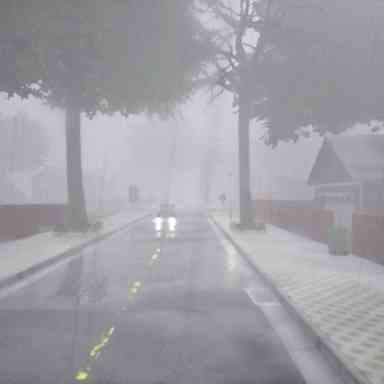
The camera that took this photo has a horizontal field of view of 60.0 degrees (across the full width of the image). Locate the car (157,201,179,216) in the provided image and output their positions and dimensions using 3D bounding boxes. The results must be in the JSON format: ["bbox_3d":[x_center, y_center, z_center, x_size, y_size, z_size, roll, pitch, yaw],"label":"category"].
[{"bbox_3d":[-2.742,1.946,36.630,1.895,1.301,4.718,0,-1,0],"label":"car"}]

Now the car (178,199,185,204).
[{"bbox_3d":[-2.726,2.382,84.550,1.994,1.385,4.181,0,-1,0],"label":"car"}]
